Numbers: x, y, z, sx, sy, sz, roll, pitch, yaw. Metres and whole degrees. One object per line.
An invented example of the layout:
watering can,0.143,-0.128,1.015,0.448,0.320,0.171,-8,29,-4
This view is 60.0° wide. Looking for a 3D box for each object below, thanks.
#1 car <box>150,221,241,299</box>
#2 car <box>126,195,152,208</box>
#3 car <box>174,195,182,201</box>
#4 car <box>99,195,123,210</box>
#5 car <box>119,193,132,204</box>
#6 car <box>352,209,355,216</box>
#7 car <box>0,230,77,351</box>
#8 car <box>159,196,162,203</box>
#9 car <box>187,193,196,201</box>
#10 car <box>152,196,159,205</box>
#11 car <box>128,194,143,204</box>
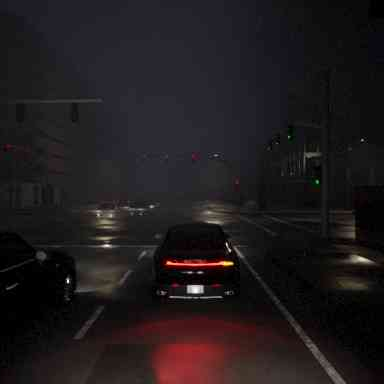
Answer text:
car,0.079,1.505,8.419,1.837,1.490,4.892,0,0,0
car,-7.491,1.547,47.471,2.033,1.411,5.357,0,0,0
car,-3.536,1.552,84.211,1.994,1.385,4.181,0,0,1
car,-10.978,1.477,44.288,1.882,1.535,5.008,0,0,0
car,-10.949,1.221,54.108,2.150,2.045,5.566,0,0,1
car,15.966,1.656,27.649,4.718,1.301,1.895,0,0,0
car,-3.447,1.352,5.095,2.097,1.767,4.553,0,0,0
car,-7.220,1.547,67.892,2.033,1.411,5.357,0,0,1
car,-0.034,1.225,84.437,2.150,2.045,5.566,0,0,1
car,-7.406,1.477,57.450,1.882,1.535,5.008,0,0,1
car,-10.803,1.352,63.857,2.097,1.767,4.553,0,0,1
